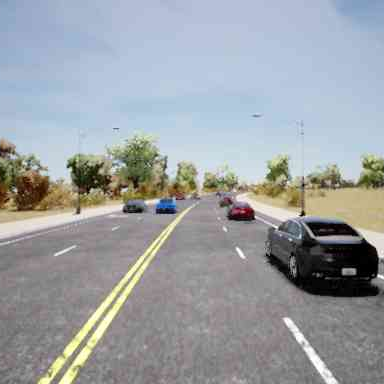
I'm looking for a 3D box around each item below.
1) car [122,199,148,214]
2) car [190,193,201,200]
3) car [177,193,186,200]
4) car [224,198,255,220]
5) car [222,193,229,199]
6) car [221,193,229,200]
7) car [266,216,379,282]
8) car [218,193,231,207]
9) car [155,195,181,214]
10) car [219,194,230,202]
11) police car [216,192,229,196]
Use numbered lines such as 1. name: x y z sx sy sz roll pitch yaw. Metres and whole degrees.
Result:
1. car: -5.718 1.421 33.832 1.994 1.385 4.181 0 0 3
2. car: 0.746 0.923 74.221 2.097 1.767 4.553 0 0 6
3. car: -2.488 1.048 74.547 1.882 1.535 5.008 0 0 6
4. car: 3.944 1.453 27.346 1.994 1.385 4.181 0 0 2
5. car: 9.156 0.967 90.024 1.837 1.490 4.892 0 1 7
6. car: 7.829 1.058 79.181 1.837 1.490 4.892 0 0 7
7. car: 3.453 1.471 9.656 1.837 1.490 4.892 0 0 1
8. car: 4.856 1.309 46.541 1.812 1.442 4.674 0 0 4
9. car: -2.485 1.336 33.466 1.882 1.535 5.008 0 0 3
10. car: 6.670 1.128 68.317 2.128 1.511 4.902 0 0 6
11. police car: 5.678 1.217 57.435 2.038 1.542 4.974 0 0 5
